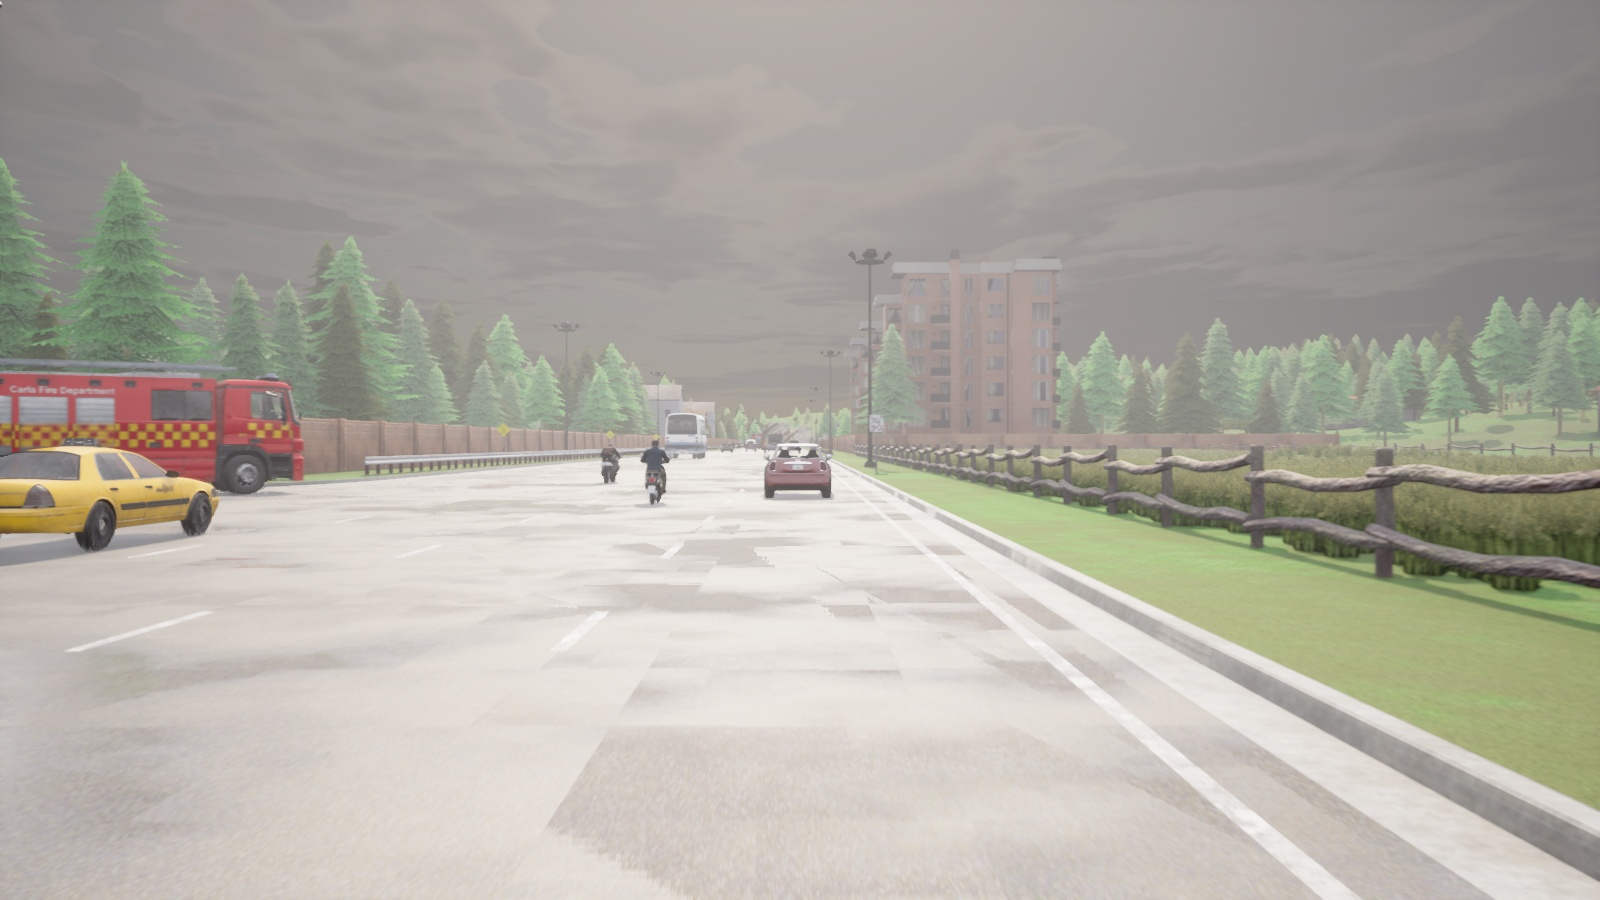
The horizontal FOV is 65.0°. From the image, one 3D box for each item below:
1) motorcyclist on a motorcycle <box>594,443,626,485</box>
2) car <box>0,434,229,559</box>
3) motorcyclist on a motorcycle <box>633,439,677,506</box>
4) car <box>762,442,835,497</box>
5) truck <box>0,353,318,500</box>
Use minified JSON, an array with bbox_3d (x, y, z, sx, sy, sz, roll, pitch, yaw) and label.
[{"bbox_3d":[-7.077,0.512,46.860,0.866,1.530,2.191,0,0,0],"label":"motorcyclist on a motorcycle"},{"bbox_3d":[-10.512,0.574,18.469,1.801,1.575,5.366,0,0,0],"label":"car"},{"bbox_3d":[-3.540,0.524,30.825,0.866,1.590,1.817,0,0,0],"label":"motorcyclist on a motorcycle"},{"bbox_3d":[-0.052,0.511,35.662,1.970,1.475,3.806,0,0,0],"label":"car"},{"bbox_3d":[-18.634,-0.636,36.161,8.468,3.827,2.891,0,1,-34],"label":"truck"}]
